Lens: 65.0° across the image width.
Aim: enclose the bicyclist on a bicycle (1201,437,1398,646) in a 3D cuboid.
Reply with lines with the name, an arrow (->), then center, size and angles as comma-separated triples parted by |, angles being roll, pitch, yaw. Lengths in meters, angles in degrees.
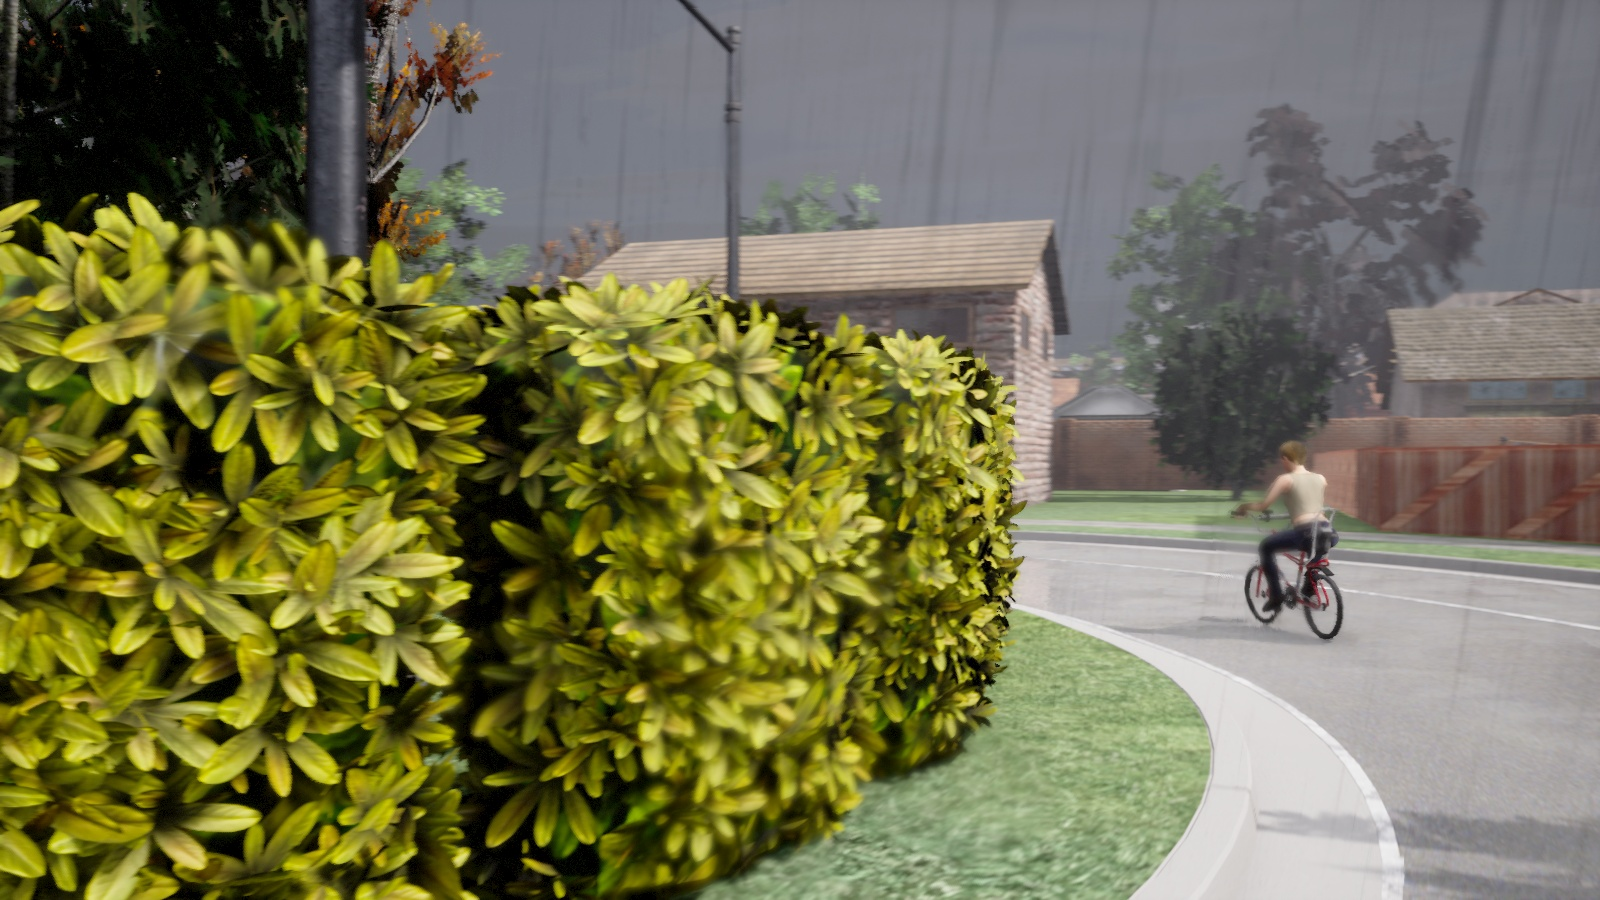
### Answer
bicyclist on a bicycle -> 4.175, 0.718, 10.633 | 0.866, 1.612, 1.509 | -2, 0, -8
